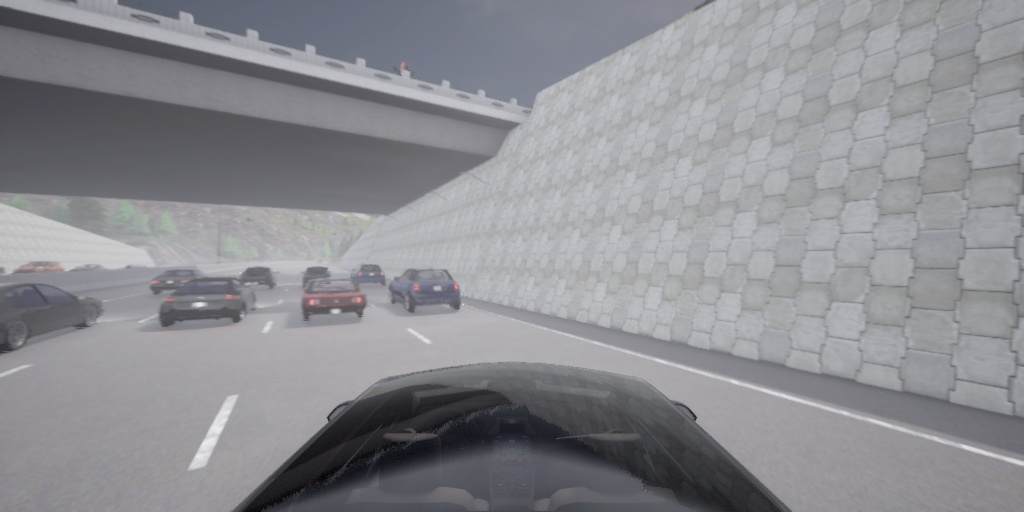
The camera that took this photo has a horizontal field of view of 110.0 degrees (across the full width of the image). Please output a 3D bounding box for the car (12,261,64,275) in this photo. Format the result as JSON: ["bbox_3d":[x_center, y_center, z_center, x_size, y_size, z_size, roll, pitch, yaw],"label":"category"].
[{"bbox_3d":[-49.221,1.310,37.407,2.097,1.767,4.553,1,-1,-30],"label":"car"}]

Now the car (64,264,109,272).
[{"bbox_3d":[-46.387,1.566,39.481,1.994,1.385,4.181,1,-1,-30],"label":"car"}]

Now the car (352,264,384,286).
[{"bbox_3d":[-11.437,1.398,28.384,2.097,1.767,4.553,1,-1,-30],"label":"car"}]

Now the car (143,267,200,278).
[{"bbox_3d":[-19.487,1.454,21.305,2.033,1.411,5.357,1,-1,-30],"label":"car"}]

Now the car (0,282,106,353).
[{"bbox_3d":[-11.899,1.321,8.312,2.033,1.411,5.357,1,-1,-30],"label":"car"}]

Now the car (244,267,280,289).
[{"bbox_3d":[-17.534,1.473,24.942,1.837,1.490,4.892,1,-1,-30],"label":"car"}]

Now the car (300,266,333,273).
[{"bbox_3d":[-14.515,1.513,26.712,1.837,1.490,4.892,1,-1,-30],"label":"car"}]

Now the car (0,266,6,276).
[{"bbox_3d":[-51.550,1.383,34.446,1.882,1.535,5.008,1,-1,-30],"label":"car"}]

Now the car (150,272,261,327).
[{"bbox_3d":[-10.072,1.400,12.173,1.994,1.385,4.181,1,-1,-30],"label":"car"}]

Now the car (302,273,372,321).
[{"bbox_3d":[-6.633,1.469,13.205,1.895,1.301,4.718,1,-1,-30],"label":"car"}]

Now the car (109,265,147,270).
[{"bbox_3d":[-43.164,1.640,40.894,1.895,1.301,4.718,1,-1,-30],"label":"car"}]

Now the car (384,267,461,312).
[{"bbox_3d":[-3.869,1.265,15.429,2.097,1.767,4.553,1,-1,-30],"label":"car"}]
